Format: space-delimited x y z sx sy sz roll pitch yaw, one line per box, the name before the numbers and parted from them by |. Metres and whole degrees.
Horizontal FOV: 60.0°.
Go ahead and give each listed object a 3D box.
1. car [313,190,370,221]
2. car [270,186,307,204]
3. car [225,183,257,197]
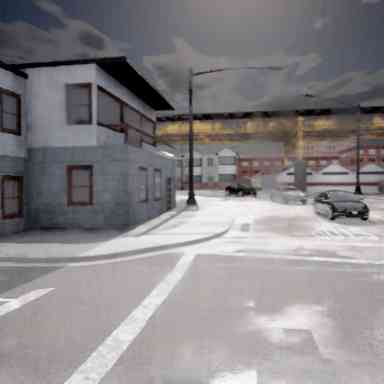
car | 8.185 0.678 18.654 1.837 1.490 4.892 0 2 5
car | 8.212 0.218 28.807 1.812 1.442 4.674 0 3 -8
car | 5.665 -0.282 38.777 1.882 1.535 5.008 -1 2 -21
